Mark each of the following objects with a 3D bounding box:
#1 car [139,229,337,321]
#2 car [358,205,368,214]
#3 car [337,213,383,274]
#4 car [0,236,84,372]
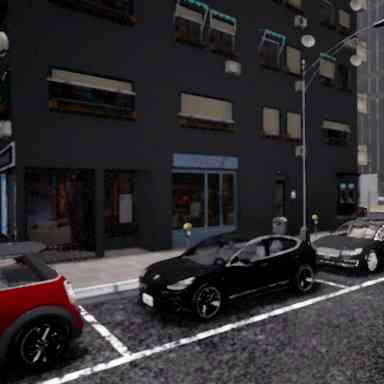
[{"bbox_3d":[0.977,1.571,7.268,4.313,1.339,1.947,0,-1,-35],"label":"car"},{"bbox_3d":[14.361,1.542,31.402,1.994,1.385,4.181,-1,1,-35],"label":"car"},{"bbox_3d":[5.539,1.563,10.521,4.403,1.369,2.008,0,-1,-35],"label":"car"},{"bbox_3d":[-3.584,1.439,4.018,4.097,1.590,1.967,0,-1,-35],"label":"car"}]
